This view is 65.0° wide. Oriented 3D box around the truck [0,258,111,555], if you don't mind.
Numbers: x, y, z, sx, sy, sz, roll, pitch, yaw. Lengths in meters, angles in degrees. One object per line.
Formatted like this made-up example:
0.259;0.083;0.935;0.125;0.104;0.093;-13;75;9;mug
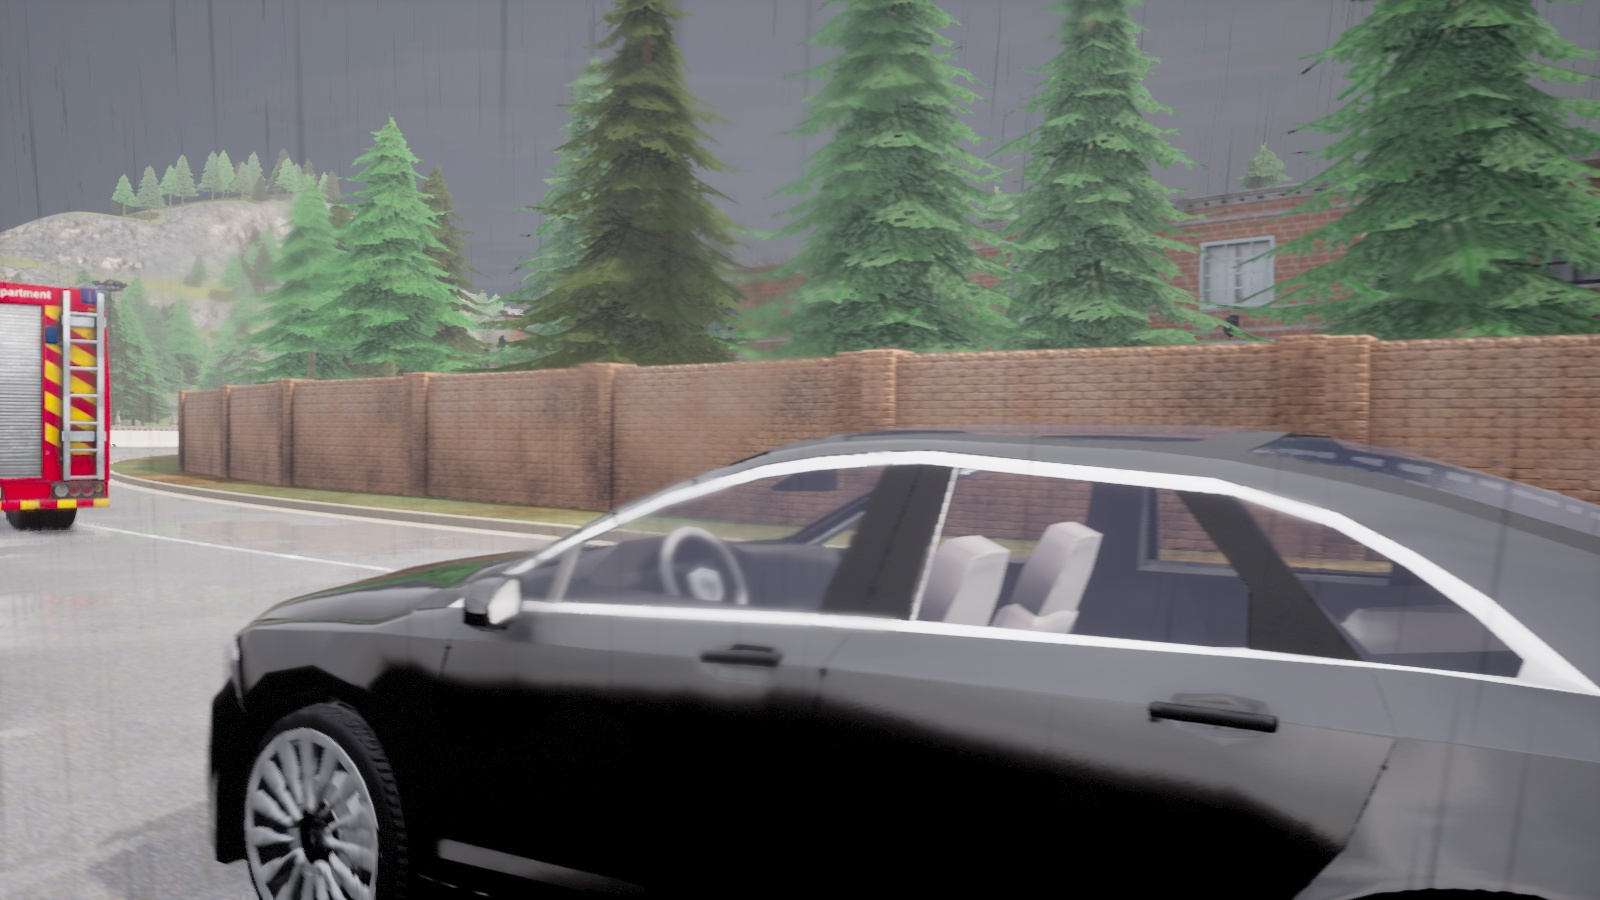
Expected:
-13.433;-0.571;19.022;8.468;3.827;2.891;0;1;45;truck

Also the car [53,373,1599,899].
0.338;0.638;3.391;4.902;1.511;2.128;0;1;34;car
